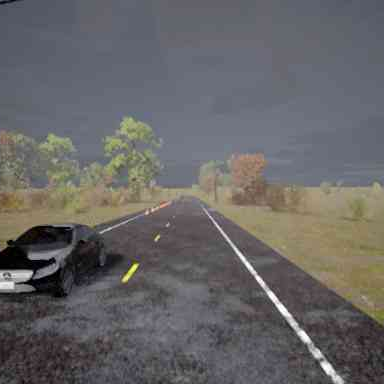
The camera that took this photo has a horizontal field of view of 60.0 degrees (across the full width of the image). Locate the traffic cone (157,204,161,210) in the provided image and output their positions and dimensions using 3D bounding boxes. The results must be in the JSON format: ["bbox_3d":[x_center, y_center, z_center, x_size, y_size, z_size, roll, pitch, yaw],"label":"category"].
[{"bbox_3d":[-4.875,2.154,46.295,0.340,0.580,0.340,0,0,0],"label":"traffic cone"}]

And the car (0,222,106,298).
[{"bbox_3d":[-3.594,1.563,8.772,1.812,1.442,4.674,0,0,0],"label":"car"}]

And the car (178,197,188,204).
[{"bbox_3d":[-2.028,1.794,73.549,1.882,1.535,5.008,0,0,0],"label":"car"}]

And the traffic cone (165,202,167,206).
[{"bbox_3d":[-4.869,2.197,56.296,0.340,0.580,0.340,0,0,0],"label":"traffic cone"}]
